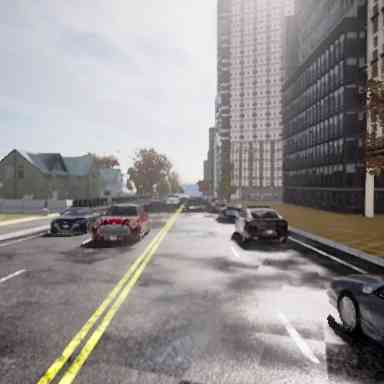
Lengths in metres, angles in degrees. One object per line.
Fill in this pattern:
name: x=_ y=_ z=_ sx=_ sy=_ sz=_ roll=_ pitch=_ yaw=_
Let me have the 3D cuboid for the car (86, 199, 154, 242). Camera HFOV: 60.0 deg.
car: x=-3.351 y=1.384 z=16.421 sx=2.097 sy=1.767 sz=4.553 roll=0 pitch=0 yaw=0

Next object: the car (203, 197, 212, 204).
car: x=3.241 y=1.722 z=71.361 sx=1.812 sy=1.442 sz=4.674 roll=0 pitch=0 yaw=0

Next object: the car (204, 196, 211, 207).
car: x=3.243 y=1.551 z=49.353 sx=2.033 sy=1.649 sz=4.856 roll=0 pitch=0 yaw=0

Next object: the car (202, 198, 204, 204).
car: x=3.242 y=1.588 z=60.357 sx=2.033 sy=1.649 sz=4.856 roll=0 pitch=0 yaw=0

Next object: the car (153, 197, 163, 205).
car: x=-6.525 y=1.708 z=61.658 sx=2.033 sy=1.411 sz=5.357 roll=0 pitch=0 yaw=1

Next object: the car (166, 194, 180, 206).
car: x=-3.299 y=1.368 z=57.705 sx=2.150 sy=2.045 sz=5.566 roll=0 pitch=0 yaw=1

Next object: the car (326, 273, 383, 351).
car: x=3.351 y=1.555 z=3.570 sx=2.033 sy=1.411 sz=5.357 roll=0 pitch=0 yaw=0

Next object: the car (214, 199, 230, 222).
car: x=3.246 y=1.560 z=27.375 sx=2.163 sy=1.488 sz=4.792 roll=0 pitch=0 yaw=0

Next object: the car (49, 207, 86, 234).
car: x=-6.600 y=1.602 z=19.363 sx=1.994 sy=1.385 sz=4.181 roll=0 pitch=0 yaw=0

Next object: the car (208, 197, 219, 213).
car: x=3.245 y=1.649 z=38.349 sx=1.994 sy=1.385 sz=4.181 roll=0 pitch=0 yaw=0

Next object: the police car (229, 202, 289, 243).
police car: x=3.248 y=1.457 z=16.451 sx=1.930 sy=1.638 sz=5.238 roll=0 pitch=0 yaw=0

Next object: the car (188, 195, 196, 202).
car: x=-0.011 y=1.762 z=80.468 sx=1.895 sy=1.301 sz=4.718 roll=0 pitch=0 yaw=0
